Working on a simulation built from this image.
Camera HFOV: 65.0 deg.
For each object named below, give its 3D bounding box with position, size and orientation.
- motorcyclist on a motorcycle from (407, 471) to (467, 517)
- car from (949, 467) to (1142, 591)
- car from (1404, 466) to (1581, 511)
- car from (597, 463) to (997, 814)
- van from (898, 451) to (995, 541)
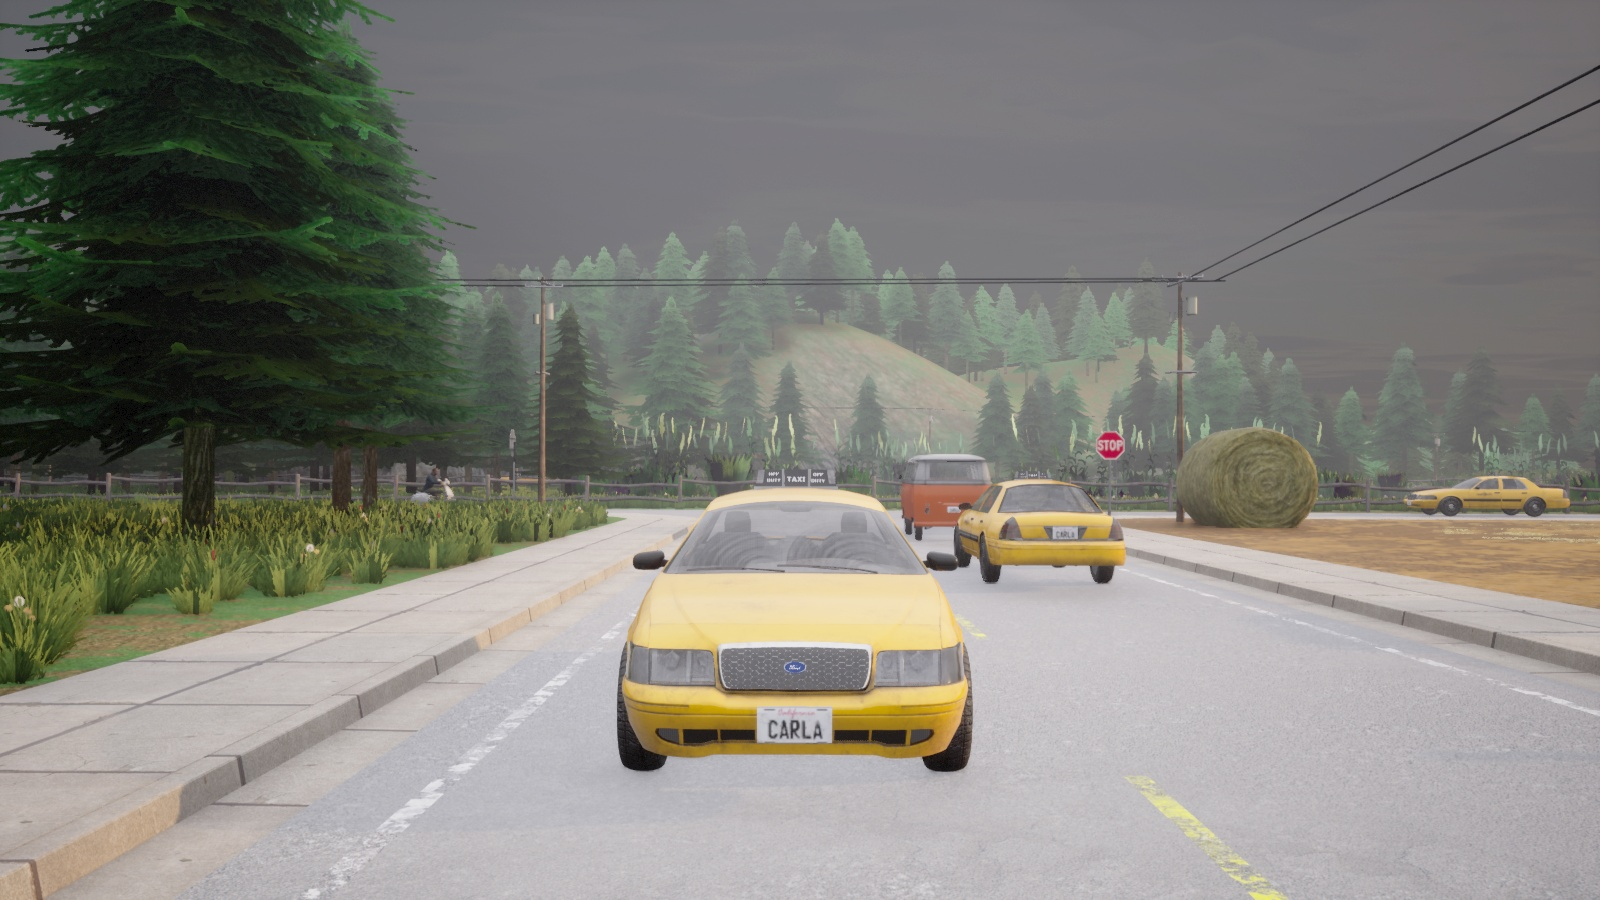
[{"bbox_3d":[-12.614,1.516,43.698,1.817,1.590,0.866,0,-1,3],"label":"motorcyclist on a motorcycle"},{"bbox_3d":[3.451,1.053,18.721,1.801,1.575,5.366,0,-1,0],"label":"car"},{"bbox_3d":[24.997,1.380,45.474,5.366,1.575,1.801,0,-1,3],"label":"car"},{"bbox_3d":[-0.022,0.894,8.352,1.801,1.575,5.366,0,-1,0],"label":"car"},{"bbox_3d":[3.421,1.058,30.012,1.775,1.987,4.442,0,-1,0],"label":"van"}]
